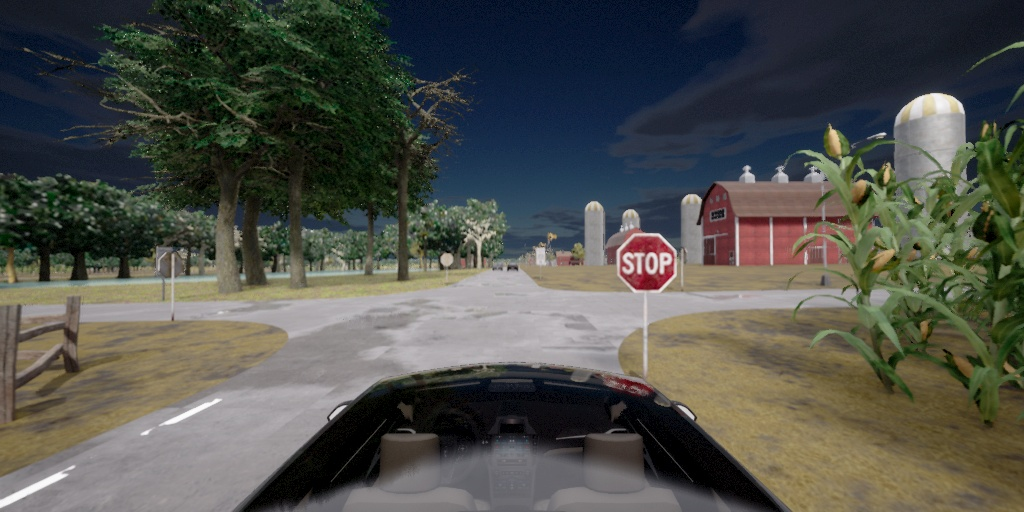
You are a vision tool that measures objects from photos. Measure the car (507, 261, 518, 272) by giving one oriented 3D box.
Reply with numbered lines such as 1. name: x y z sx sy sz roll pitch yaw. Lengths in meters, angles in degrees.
1. car: 0.127 1.862 61.098 1.882 1.535 5.008 0 -1 0
